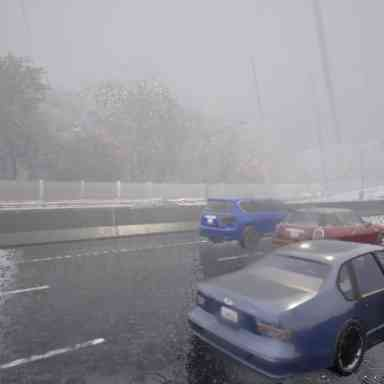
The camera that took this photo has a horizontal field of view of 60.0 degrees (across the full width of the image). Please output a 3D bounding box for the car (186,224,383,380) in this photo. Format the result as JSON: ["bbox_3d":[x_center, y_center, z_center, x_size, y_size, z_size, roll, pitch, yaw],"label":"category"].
[{"bbox_3d":[2.501,1.539,5.532,5.357,1.411,2.033,0,0,-36],"label":"car"}]

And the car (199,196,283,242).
[{"bbox_3d":[2.890,1.204,14.413,5.566,2.045,2.150,0,0,-36],"label":"car"}]

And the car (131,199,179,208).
[{"bbox_3d":[-3.483,1.467,31.577,4.902,1.511,2.128,0,0,-35],"label":"car"}]

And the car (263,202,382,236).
[{"bbox_3d":[4.916,1.334,11.559,4.553,1.767,2.097,0,0,-36],"label":"car"}]
